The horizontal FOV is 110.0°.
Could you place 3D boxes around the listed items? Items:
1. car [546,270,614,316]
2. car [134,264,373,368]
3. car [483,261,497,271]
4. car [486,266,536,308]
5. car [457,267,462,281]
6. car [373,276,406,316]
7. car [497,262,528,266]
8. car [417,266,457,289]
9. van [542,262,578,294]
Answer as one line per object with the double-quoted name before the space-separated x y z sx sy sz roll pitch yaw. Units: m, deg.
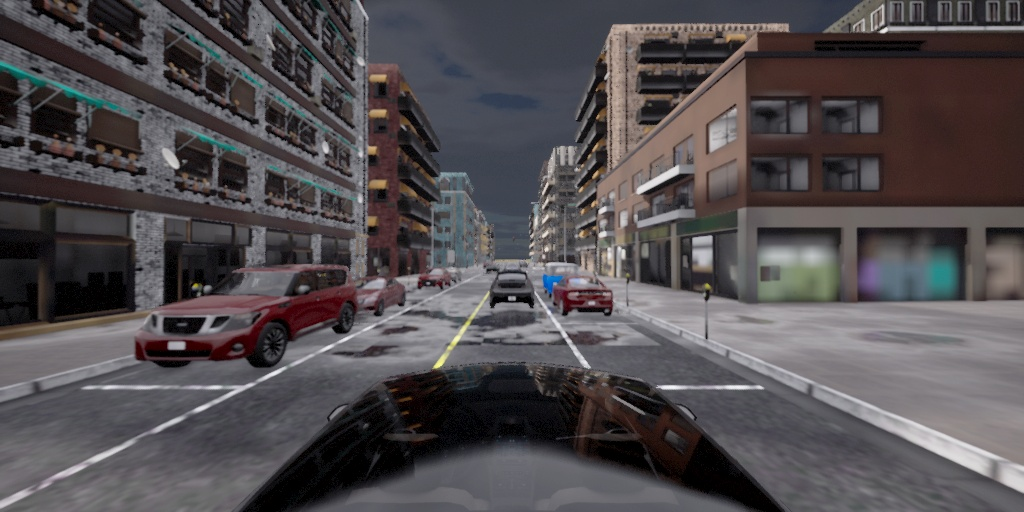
"car" 2.568 1.406 13.773 1.888 1.381 4.507 0 0 0
"car" -5.314 1.124 8.188 2.192 1.841 5.009 0 0 0
"car" -2.739 1.796 51.470 1.895 1.301 4.718 0 -1 0
"car" 0.008 1.390 16.146 1.837 1.490 4.892 0 0 0
"car" -5.308 1.563 30.538 2.007 1.370 4.403 0 0 0
"car" -5.312 1.443 13.775 1.802 1.307 4.207 0 0 0
"car" 0.011 1.510 31.131 2.128 1.511 4.902 0 0 0
"car" -5.309 1.508 24.950 1.888 1.381 4.507 0 0 0
"van" 2.570 1.253 19.361 1.690 1.789 3.998 0 0 0
